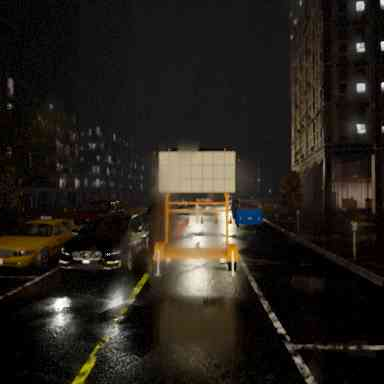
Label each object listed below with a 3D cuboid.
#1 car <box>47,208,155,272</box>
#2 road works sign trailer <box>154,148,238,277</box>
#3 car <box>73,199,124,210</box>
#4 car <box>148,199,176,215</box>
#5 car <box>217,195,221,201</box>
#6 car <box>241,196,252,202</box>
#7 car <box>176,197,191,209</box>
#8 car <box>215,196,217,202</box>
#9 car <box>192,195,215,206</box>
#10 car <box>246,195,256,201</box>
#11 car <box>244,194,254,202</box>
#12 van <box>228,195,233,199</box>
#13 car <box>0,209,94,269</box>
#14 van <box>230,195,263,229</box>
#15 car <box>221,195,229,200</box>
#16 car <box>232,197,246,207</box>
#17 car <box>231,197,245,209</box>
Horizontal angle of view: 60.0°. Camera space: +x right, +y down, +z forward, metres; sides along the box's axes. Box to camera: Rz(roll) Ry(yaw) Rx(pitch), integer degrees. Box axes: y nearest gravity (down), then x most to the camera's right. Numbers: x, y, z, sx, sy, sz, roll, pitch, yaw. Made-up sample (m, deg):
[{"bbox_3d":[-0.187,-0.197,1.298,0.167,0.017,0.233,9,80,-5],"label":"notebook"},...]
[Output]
[{"bbox_3d":[-2.572,1.499,10.814,1.837,1.490,4.892,0,0,2],"label":"car"},{"bbox_3d":[0.162,0.458,10.246,2.380,3.560,2.880,0,0,3],"label":"road works sign trailer"},{"bbox_3d":[-4.762,1.310,17.049,2.192,1.841,5.009,1,0,3],"label":"car"},{"bbox_3d":[-3.287,1.555,34.167,1.947,1.339,4.313,1,0,6],"label":"car"},{"bbox_3d":[5.008,1.506,78.270,1.752,1.417,4.829,1,0,15],"label":"car"},{"bbox_3d":[12.011,1.508,73.336,1.947,1.339,4.313,1,0,14],"label":"car"},{"bbox_3d":[-1.785,1.550,45.469,1.947,1.339,4.313,1,0,9],"label":"car"},{"bbox_3d":[3.690,1.546,73.107,1.947,1.339,4.313,1,0,14],"label":"car"},{"bbox_3d":[1.881,1.325,52.328,2.097,1.767,4.553,0,0,10],"label":"car"},{"bbox_3d":[14.997,1.483,84.266,1.887,1.381,4.507,1,0,17],"label":"car"},{"bbox_3d":[13.462,1.381,78.836,1.967,1.590,4.097,1,0,16],"label":"car"},{"bbox_3d":[4.070,1.318,27.387,1.690,1.788,3.998,1,0,6],"label":"van"},{"bbox_3d":[-5.052,1.522,11.220,1.752,1.417,4.829,1,0,2],"label":"car"},{"bbox_3d":[3.573,1.323,21.545,1.690,1.788,3.998,1,0,4],"label":"van"},{"bbox_3d":[8.035,1.533,88.976,2.008,1.369,4.403,1,0,17],"label":"car"},{"bbox_3d":[7.191,1.521,50.724,1.947,1.339,4.313,1,0,10],"label":"car"},{"bbox_3d":[6.273,1.486,45.122,1.752,1.417,4.829,1,0,9],"label":"car"}]
